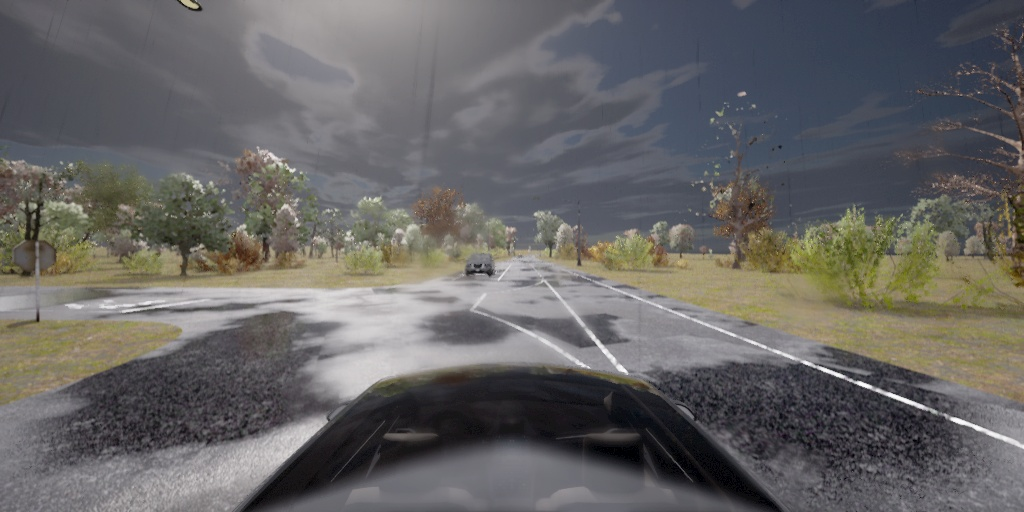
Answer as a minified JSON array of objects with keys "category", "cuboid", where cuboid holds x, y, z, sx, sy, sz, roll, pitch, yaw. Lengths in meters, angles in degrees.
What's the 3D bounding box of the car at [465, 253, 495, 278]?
[{"category":"car","cuboid":[-2.680,0.760,31.361,2.150,2.045,5.566,0,0,1]}]
